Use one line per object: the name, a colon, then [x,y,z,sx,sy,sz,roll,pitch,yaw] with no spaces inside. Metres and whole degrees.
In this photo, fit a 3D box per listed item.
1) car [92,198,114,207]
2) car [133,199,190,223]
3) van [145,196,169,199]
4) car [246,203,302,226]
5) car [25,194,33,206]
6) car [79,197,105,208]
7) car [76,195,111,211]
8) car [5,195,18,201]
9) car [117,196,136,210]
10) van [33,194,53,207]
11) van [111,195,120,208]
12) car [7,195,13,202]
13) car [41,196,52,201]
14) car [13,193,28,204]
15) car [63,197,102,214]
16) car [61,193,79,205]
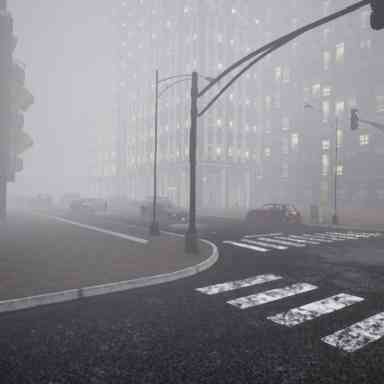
car: [-13.866,1.587,51.565,1.947,1.339,4.313,1,-1,-35]
car: [-2.121,1.490,25.014,2.033,1.411,5.357,1,-1,-35]
van: [-4.053,1.382,37.748,1.690,1.788,3.998,1,-1,-35]
car: [5.753,1.505,23.928,1.967,1.590,4.097,1,-1,-35]
car: [-23.968,1.432,51.321,1.802,1.307,4.206,1,-1,-35]
car: [-14.447,1.519,47.821,2.033,1.411,5.357,1,-1,-35]
car: [-11.446,1.399,38.181,1.882,1.535,5.008,1,-1,-35]
car: [-40.313,1.378,74.353,2.008,1.369,4.403,1,-1,-35]
car: [-7.326,1.584,42.352,2.008,1.369,4.403,1,-1,-35]
van: [-20.694,1.197,46.718,1.690,1.788,3.998,1,-1,-35]
van: [-10.592,1.368,46.961,1.690,1.788,3.998,1,-1,-35]
car: [-37.045,1.397,69.747,1.947,1.339,4.313,1,-1,-35]
car: [-36.751,1.570,83.808,1.802,1.307,4.206,1,-1,-35]
car: [-30.502,1.155,60.537,2.192,1.841,5.009,1,-1,-35]
car: [-10.890,1.427,32.897,2.008,1.369,4.403,1,-1,-35]
car: [-20.507,1.182,56.287,2.150,2.045,5.566,1,-1,-35]
